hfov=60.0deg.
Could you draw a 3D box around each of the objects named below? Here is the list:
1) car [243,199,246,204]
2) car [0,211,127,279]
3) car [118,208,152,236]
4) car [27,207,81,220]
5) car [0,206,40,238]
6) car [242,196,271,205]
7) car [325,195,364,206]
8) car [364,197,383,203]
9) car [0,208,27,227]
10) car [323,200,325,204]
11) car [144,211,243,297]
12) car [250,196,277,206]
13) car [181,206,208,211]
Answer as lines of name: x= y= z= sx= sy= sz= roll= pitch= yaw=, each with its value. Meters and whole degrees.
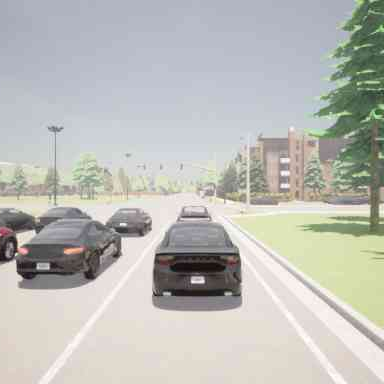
car: x=11.512 y=1.547 z=56.940 sx=5.357 sy=1.411 sz=2.033 roll=0 pitch=0 yaw=0
car: x=-3.388 y=1.526 z=9.880 sx=1.812 sy=1.442 sz=4.674 roll=0 pitch=0 yaw=0
car: x=-3.377 y=1.564 z=18.342 sx=1.994 sy=1.385 sz=4.181 roll=0 pitch=0 yaw=0
car: x=-6.878 y=1.526 z=18.156 sx=1.812 sy=1.442 sz=4.674 roll=0 pitch=0 yaw=0
car: x=-10.376 y=1.564 z=18.465 sx=1.994 sy=1.385 sz=4.181 roll=0 pitch=0 yaw=0
car: x=11.607 y=1.491 z=60.432 sx=4.902 sy=1.511 sz=2.128 roll=0 pitch=0 yaw=0
car: x=24.503 y=1.352 z=53.503 sx=4.553 sy=1.767 sz=2.097 roll=0 pitch=0 yaw=0
car: x=31.787 y=1.548 z=60.481 sx=5.357 sy=1.411 sz=2.033 roll=0 pitch=0 yaw=0
car: x=-6.888 y=1.352 z=9.323 sx=2.097 sy=1.767 sz=4.553 roll=0 pitch=0 yaw=0
car: x=25.405 y=1.547 z=57.004 sx=5.357 sy=1.411 sz=2.033 roll=0 pitch=0 yaw=0
car: x=0.111 y=1.478 z=8.641 sx=1.882 sy=1.535 sz=5.008 roll=0 pitch=0 yaw=0
car: x=11.572 y=1.564 z=53.442 sx=4.181 sy=1.385 sz=1.994 roll=0 pitch=0 yaw=0
car: x=0.124 y=1.492 z=18.008 sx=2.128 sy=1.511 sz=4.902 roll=0 pitch=0 yaw=0
